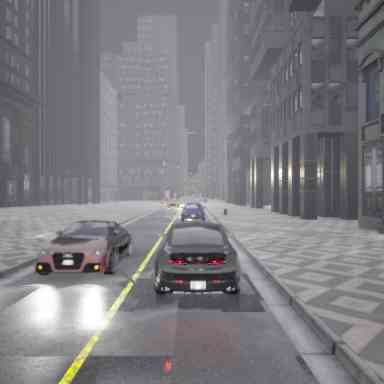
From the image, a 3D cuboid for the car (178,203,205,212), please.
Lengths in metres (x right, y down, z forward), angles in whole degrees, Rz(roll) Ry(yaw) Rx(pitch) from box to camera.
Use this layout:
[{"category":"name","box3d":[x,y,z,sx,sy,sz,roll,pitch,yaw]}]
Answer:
[{"category":"car","box3d":[0.099,1.574,26.666,1.812,1.442,4.674,0,0,0]}]

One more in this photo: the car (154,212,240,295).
[{"category":"car","box3d":[0.104,1.515,8.750,1.837,1.490,4.892,0,0,0]}]

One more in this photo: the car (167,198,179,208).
[{"category":"car","box3d":[-3.004,1.787,53.564,1.882,1.535,5.008,0,-1,0]}]

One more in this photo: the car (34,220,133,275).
[{"category":"car","box3d":[-3.101,1.576,10.316,1.994,1.385,4.181,0,0,0]}]
